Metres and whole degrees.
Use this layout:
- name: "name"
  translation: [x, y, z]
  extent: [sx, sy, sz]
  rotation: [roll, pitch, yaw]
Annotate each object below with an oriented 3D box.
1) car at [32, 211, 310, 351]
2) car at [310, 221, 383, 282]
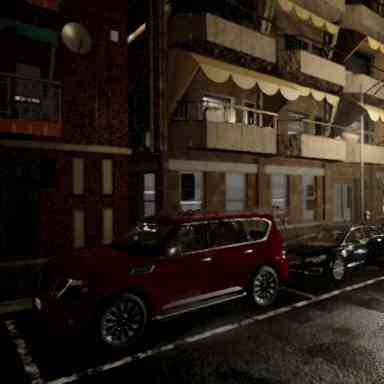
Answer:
- name: "car"
  translation: [-0.243, 1.330, 6.415]
  extent: [5.009, 1.841, 2.192]
  rotation: [0, 0, -36]
- name: "car"
  translation: [4.228, 1.565, 9.664]
  extent: [4.403, 1.369, 2.008]
  rotation: [0, 0, -36]
